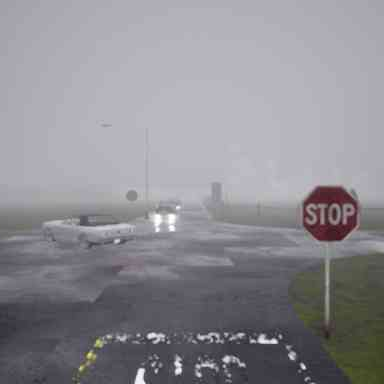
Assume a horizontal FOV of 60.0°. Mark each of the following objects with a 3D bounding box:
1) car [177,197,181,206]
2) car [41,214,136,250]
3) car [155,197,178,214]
[{"bbox_3d":[-2.710,1.470,51.057,1.994,1.385,4.181,0,0,0],"label":"car"},{"bbox_3d":[-4.618,1.587,14.390,4.718,1.301,1.895,1,1,40],"label":"car"},{"bbox_3d":[-2.763,1.534,35.212,1.895,1.301,4.718,0,0,0],"label":"car"}]
